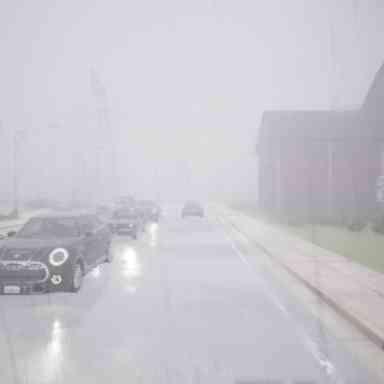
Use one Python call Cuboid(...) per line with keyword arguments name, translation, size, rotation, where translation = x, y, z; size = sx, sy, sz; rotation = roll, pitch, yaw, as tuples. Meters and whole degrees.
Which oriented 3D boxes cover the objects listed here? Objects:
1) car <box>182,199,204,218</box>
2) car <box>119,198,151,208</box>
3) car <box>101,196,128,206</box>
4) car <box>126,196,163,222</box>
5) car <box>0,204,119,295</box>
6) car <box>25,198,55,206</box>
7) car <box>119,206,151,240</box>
Cuboid(name="car", translation=(0.058, 1.590, 30.927), size=(1.994, 1.385, 4.181), rotation=(0, 0, 0))
Cuboid(name="car", translation=(-8.107, 1.549, 47.467), size=(4.193, 1.474, 1.816), rotation=(0, 0, 0))
Cuboid(name="car", translation=(-7.605, 1.345, 33.982), size=(3.866, 1.878, 1.905), rotation=(0, 0, 0))
Cuboid(name="car", translation=(-3.548, 1.376, 26.399), size=(2.097, 1.767, 4.553), rotation=(0, 0, 0))
Cuboid(name="car", translation=(-3.603, 1.361, 8.903), size=(2.097, 1.767, 4.553), rotation=(0, 0, 0))
Cuboid(name="car", translation=(-20.978, 1.568, 46.337), size=(3.905, 1.438, 1.784), rotation=(0, 0, 0))
Cuboid(name="car", translation=(-3.514, 1.617, 17.365), size=(1.895, 1.301, 4.718), rotation=(0, 0, 0))
